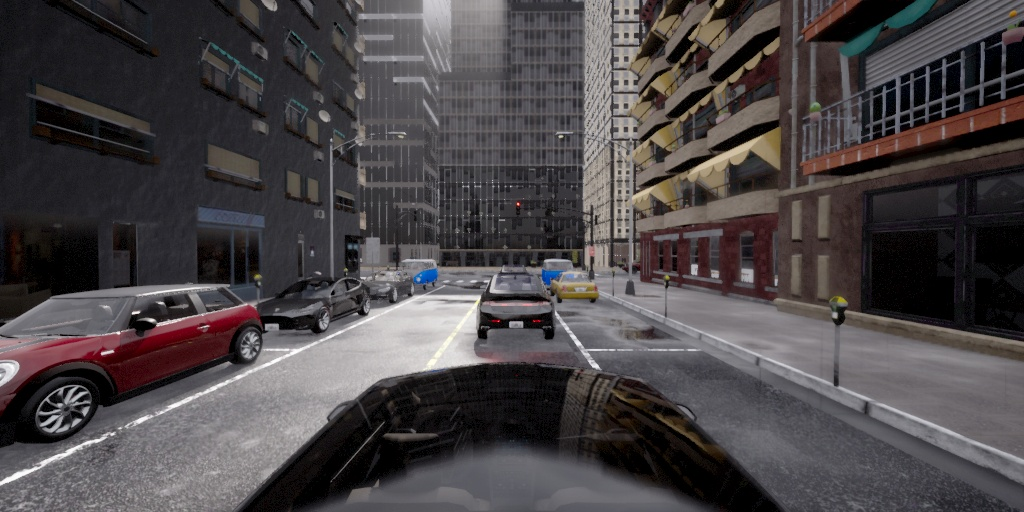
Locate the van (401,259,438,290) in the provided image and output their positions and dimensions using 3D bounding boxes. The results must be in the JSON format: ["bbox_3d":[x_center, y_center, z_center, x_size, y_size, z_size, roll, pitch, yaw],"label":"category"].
[{"bbox_3d":[-5.662,1.087,21.877,1.690,1.789,3.998,0,0,0],"label":"van"}]

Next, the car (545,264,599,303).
[{"bbox_3d":[2.710,1.272,16.403,1.751,1.417,4.829,0,0,0],"label":"car"}]

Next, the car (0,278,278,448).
[{"bbox_3d":[-5.688,1.189,5.071,1.967,1.591,4.097,0,0,0],"label":"car"}]

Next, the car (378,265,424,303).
[{"bbox_3d":[-5.671,1.297,16.275,2.007,1.370,4.403,0,0,0],"label":"car"}]

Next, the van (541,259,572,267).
[{"bbox_3d":[2.719,1.087,21.835,1.690,1.789,3.998,0,0,0],"label":"van"}]

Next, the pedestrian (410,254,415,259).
[{"bbox_3d":[-12.329,0.635,44.289,0.375,1.860,0.375,0,1,0],"label":"pedestrian"}]

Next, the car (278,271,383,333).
[{"bbox_3d":[-5.680,1.314,10.672,1.948,1.339,4.313,0,0,0],"label":"car"}]

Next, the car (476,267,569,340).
[{"bbox_3d":[0.095,1.240,10.010,2.128,1.511,4.902,0,0,0],"label":"car"}]

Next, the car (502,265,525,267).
[{"bbox_3d":[0.093,1.237,20.312,2.128,1.511,4.902,0,0,0],"label":"car"}]

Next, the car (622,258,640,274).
[{"bbox_3d":[15.292,1.087,41.154,5.009,1.841,2.192,0,0,0],"label":"car"}]
